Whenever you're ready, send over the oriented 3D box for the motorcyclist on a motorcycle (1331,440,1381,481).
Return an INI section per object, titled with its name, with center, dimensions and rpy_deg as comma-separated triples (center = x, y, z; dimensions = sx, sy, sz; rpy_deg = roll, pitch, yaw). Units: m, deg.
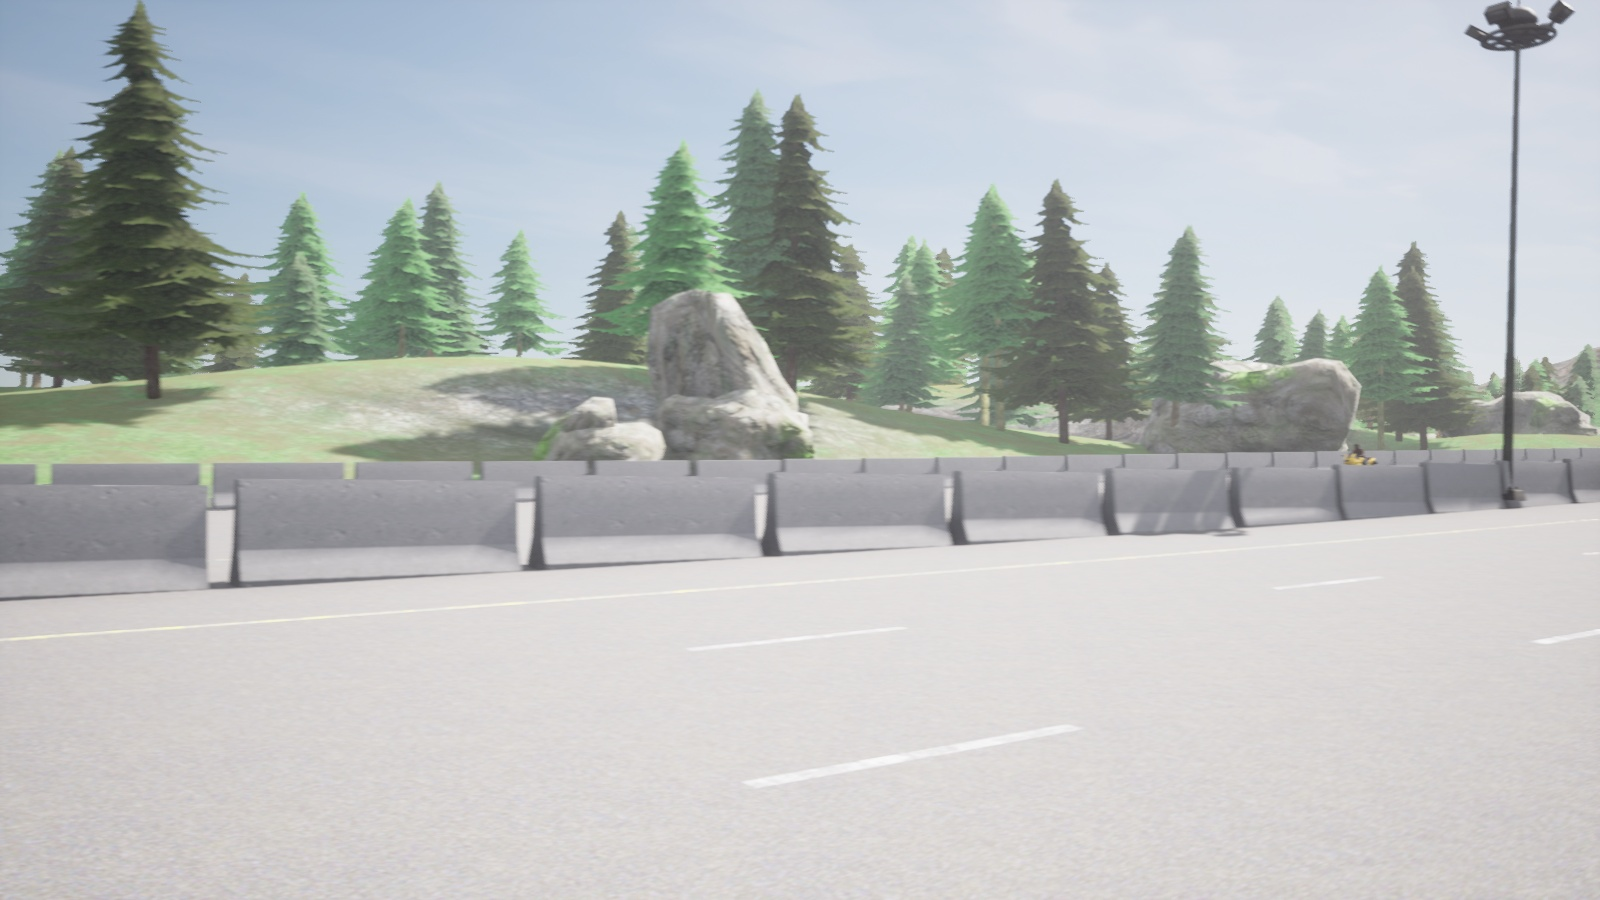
[motorcyclist on a motorcycle]
center = 21.469, 0.405, 48.454
dimensions = 2.044, 1.523, 0.797
rpy_deg = -1, 0, -35
